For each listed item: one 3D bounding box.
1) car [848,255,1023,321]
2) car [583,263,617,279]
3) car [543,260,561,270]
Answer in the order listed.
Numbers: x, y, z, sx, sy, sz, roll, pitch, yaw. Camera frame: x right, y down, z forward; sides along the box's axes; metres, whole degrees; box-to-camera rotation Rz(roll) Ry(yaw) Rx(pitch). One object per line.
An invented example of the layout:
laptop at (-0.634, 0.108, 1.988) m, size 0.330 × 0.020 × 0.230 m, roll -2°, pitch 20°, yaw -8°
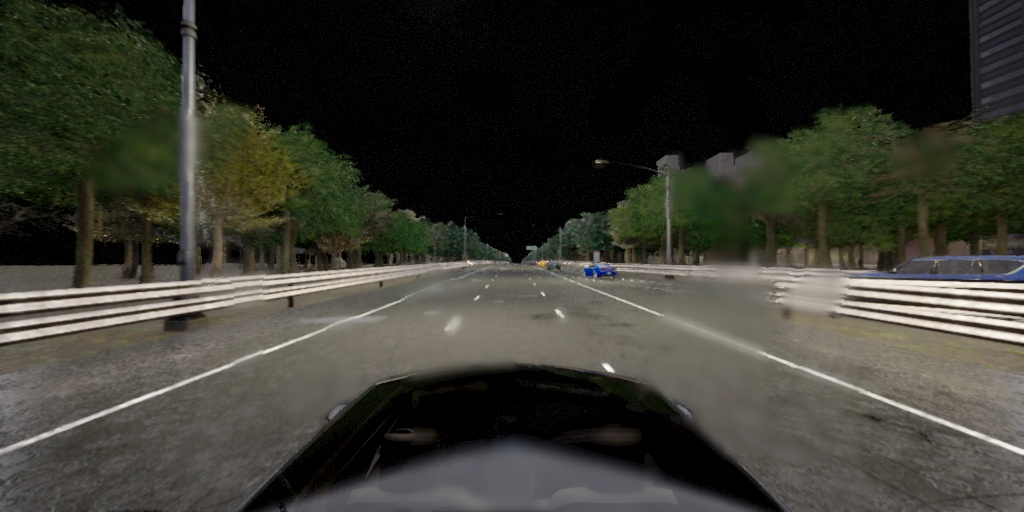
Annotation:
car at (15.590, 1.022, 13.000) m, size 2.150 × 2.045 × 5.566 m, roll 0°, pitch -1°, yaw -22°
car at (8.677, 1.459, 35.879) m, size 1.882 × 1.535 × 5.008 m, roll 0°, pitch 0°, yaw -9°
car at (6.920, 1.458, 60.468) m, size 2.097 × 1.767 × 4.553 m, roll 0°, pitch 0°, yaw 1°
